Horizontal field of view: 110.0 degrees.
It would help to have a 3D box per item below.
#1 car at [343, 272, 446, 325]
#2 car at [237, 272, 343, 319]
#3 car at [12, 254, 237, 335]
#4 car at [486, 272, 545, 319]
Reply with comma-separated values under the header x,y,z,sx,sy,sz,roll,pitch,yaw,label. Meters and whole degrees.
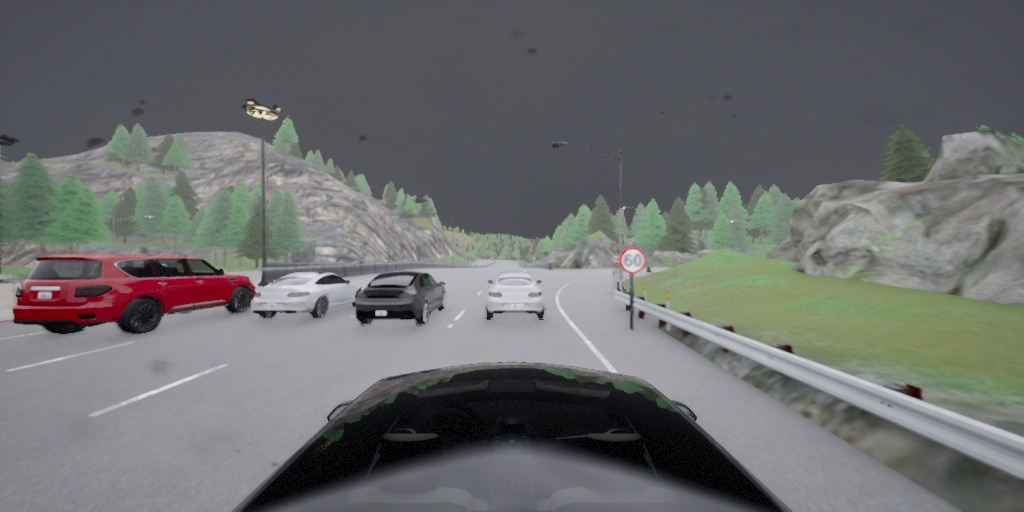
x,y,z,sx,sy,sz,roll,pitch,yaw,label
-3.402,1.248,11.755,1.837,1.490,4.892,0,0,0,car
-6.902,1.272,12.621,1.812,1.442,4.674,0,0,0,car
-10.402,0.967,10.668,2.150,2.045,5.566,0,0,0,car
0.099,1.268,12.612,1.812,1.442,4.674,0,0,0,car
